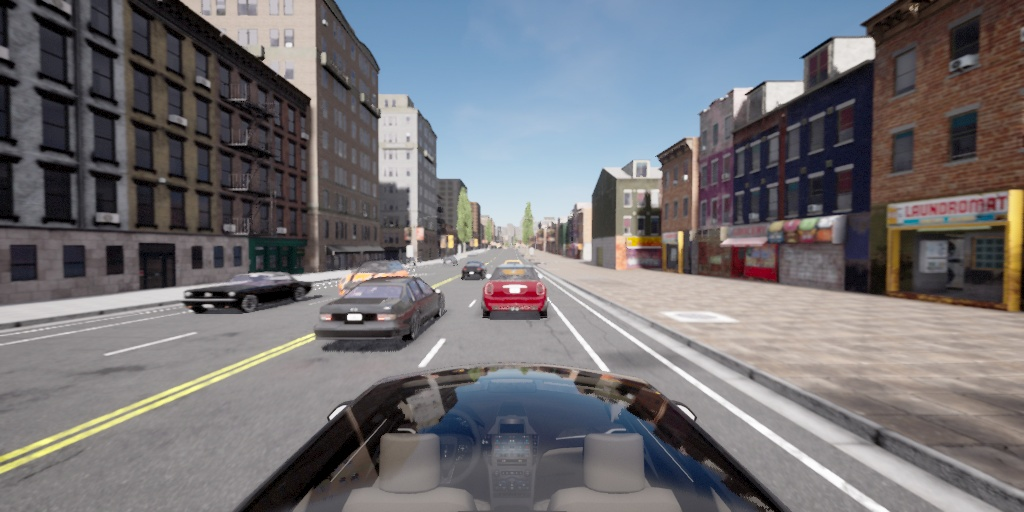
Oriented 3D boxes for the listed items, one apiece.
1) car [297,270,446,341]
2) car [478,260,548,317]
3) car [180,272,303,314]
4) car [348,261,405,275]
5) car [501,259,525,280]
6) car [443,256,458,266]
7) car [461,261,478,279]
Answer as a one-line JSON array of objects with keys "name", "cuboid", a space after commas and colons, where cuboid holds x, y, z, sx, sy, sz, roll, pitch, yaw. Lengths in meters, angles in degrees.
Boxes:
[{"name": "car", "cuboid": [-3.162, 1.272, 9.729, 2.033, 1.411, 5.357, 0, 0, 0]}, {"name": "car", "cuboid": [0.092, 1.064, 13.068, 2.097, 1.767, 4.553, 0, 0, 0]}, {"name": "car", "cuboid": [-9.849, 1.310, 13.828, 1.895, 1.301, 4.718, 0, 0, 0]}, {"name": "car", "cuboid": [-6.599, 1.044, 17.626, 2.097, 1.767, 4.553, 0, 0, 0]}, {"name": "car", "cuboid": [0.100, 1.088, 30.957, 1.882, 1.535, 5.008, 0, 0, 0]}, {"name": "car", "cuboid": [-9.741, 0.695, 56.866, 1.812, 1.442, 4.674, 0, 1, 0]}, {"name": "car", "cuboid": [-3.141, 1.141, 30.315, 1.812, 1.442, 4.674, 0, 0, 0]}]
